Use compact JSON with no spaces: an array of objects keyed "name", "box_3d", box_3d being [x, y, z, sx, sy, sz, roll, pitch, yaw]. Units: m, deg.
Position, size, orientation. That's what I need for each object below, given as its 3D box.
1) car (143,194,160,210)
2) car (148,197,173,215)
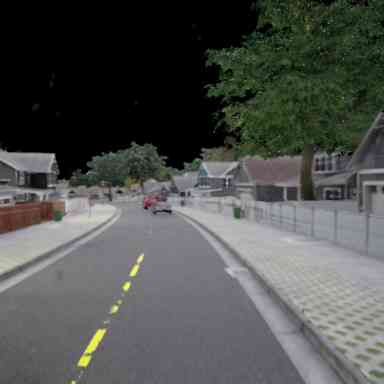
[{"name":"car","box_3d":[-5.513,1.331,45.899,2.150,2.045,5.566,-1,0,-14]},{"name":"car","box_3d":[-3.169,1.592,34.648,2.033,1.411,5.357,0,0,-11]}]
